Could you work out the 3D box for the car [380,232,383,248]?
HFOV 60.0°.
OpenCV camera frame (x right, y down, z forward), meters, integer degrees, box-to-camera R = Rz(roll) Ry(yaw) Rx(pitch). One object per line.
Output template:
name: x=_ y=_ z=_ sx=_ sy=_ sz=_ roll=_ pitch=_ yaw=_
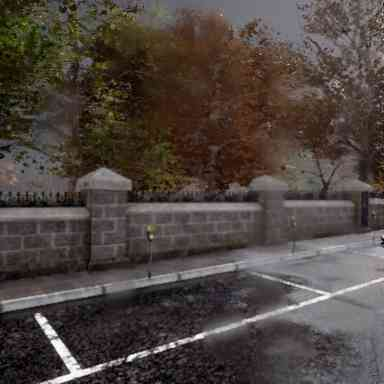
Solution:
car: x=9.081 y=1.578 z=13.025 sx=4.403 sy=1.369 sz=2.008 roll=0 pitch=1 yaw=-35
